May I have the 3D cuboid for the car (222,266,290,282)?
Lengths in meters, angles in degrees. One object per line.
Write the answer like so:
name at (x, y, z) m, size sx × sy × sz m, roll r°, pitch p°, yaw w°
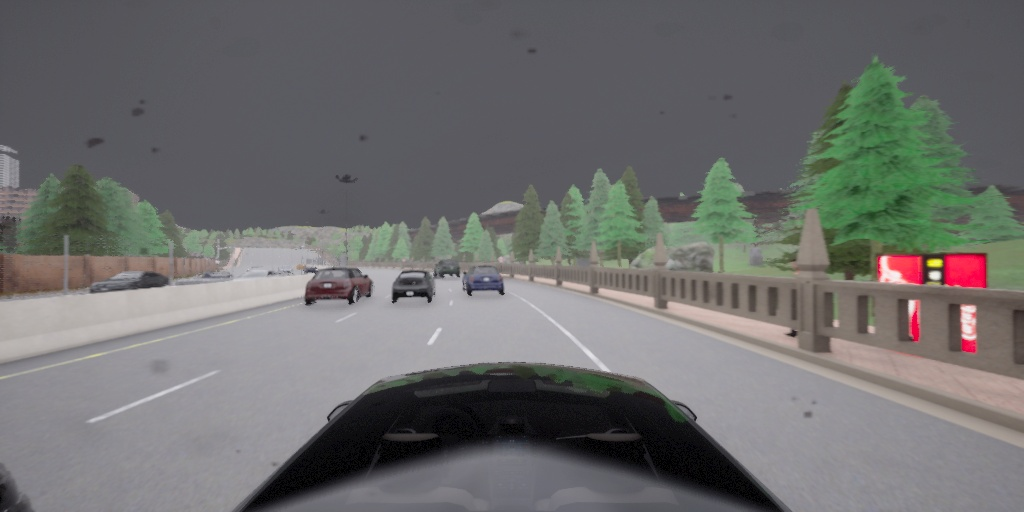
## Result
car at (-16.981, 1.642, 24.070) m, size 1.812 × 1.442 × 4.674 m, roll 0°, pitch -1°, yaw -14°

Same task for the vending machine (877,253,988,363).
vending machine at (7.810, 0.944, 6.705) m, size 1.100 × 2.100 × 0.880 m, roll 0°, pitch 0°, yaw -3°

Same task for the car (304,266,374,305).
car at (-8.365, 1.338, 17.779) m, size 2.097 × 1.767 × 4.553 m, roll 0°, pitch -1°, yaw -9°

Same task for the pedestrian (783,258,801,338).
pedestrian at (6.459, 0.915, 8.038) m, size 0.375 × 1.860 × 0.375 m, roll 0°, pitch -1°, yaw -3°

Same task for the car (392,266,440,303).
car at (-4.921, 1.473, 18.424) m, size 1.837 × 1.490 × 4.892 m, roll 0°, pitch -1°, yaw -9°

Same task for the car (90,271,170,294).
car at (-23.784, 1.675, 22.658) m, size 1.812 × 1.442 × 4.674 m, roll 0°, pitch -1°, yaw -14°

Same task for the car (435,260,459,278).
car at (-7.537, 1.456, 41.562) m, size 2.150 × 2.045 × 5.566 m, roll 0°, pitch -1°, yaw -22°

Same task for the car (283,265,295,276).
car at (-32.359, 2.052, 51.422) m, size 1.812 × 1.442 × 4.674 m, roll 0°, pitch -1°, yaw -32°

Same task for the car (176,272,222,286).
car at (-20.688, 1.751, 24.675) m, size 1.895 × 1.301 × 4.718 m, roll 0°, pitch -1°, yaw -15°

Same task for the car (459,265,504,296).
car at (-1.840, 1.335, 21.766) m, size 2.097 × 1.767 × 4.553 m, roll 0°, pitch -1°, yaw -12°
